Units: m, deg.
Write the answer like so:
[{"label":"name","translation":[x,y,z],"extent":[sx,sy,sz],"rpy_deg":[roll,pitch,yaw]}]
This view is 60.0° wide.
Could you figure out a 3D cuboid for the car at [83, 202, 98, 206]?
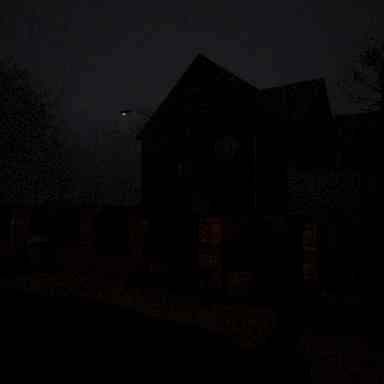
[{"label":"car","translation":[-11.610,1.690,35.227],"extent":[1.895,1.301,4.718],"rpy_deg":[0,0,35]}]

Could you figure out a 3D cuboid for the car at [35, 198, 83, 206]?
[{"label":"car","translation":[-12.206,1.419,28.759],"extent":[2.097,1.767,4.553],"rpy_deg":[0,0,35]}]
